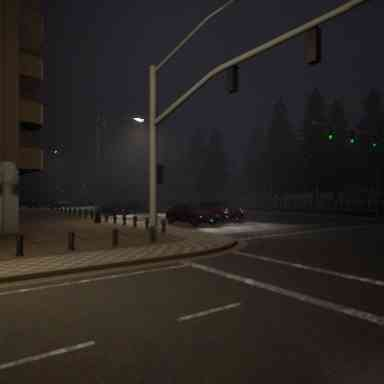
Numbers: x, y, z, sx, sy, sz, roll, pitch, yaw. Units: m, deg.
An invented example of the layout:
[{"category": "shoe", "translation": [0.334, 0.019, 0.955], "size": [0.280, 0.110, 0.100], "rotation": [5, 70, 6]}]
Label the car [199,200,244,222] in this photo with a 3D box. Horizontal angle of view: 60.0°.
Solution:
[{"category": "car", "translation": [2.051, 1.418, 26.562], "size": [2.097, 1.767, 4.553], "rotation": [0, 0, -36]}]

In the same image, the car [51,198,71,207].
[{"category": "car", "translation": [-20.485, 1.663, 52.062], "size": [1.895, 1.301, 4.718], "rotation": [0, 0, -36]}]

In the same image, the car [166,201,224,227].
[{"category": "car", "translation": [-0.132, 1.589, 23.632], "size": [1.812, 1.442, 4.674], "rotation": [0, 0, -37]}]

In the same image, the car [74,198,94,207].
[{"category": "car", "translation": [-17.728, 1.620, 54.226], "size": [2.033, 1.411, 5.357], "rotation": [0, 0, -36]}]

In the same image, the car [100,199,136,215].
[{"category": "car", "translation": [-7.915, 1.627, 34.424], "size": [1.994, 1.385, 4.181], "rotation": [0, 0, -36]}]

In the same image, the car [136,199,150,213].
[{"category": "car", "translation": [-5.954, 1.555, 37.692], "size": [2.128, 1.511, 4.902], "rotation": [0, 0, -36]}]
